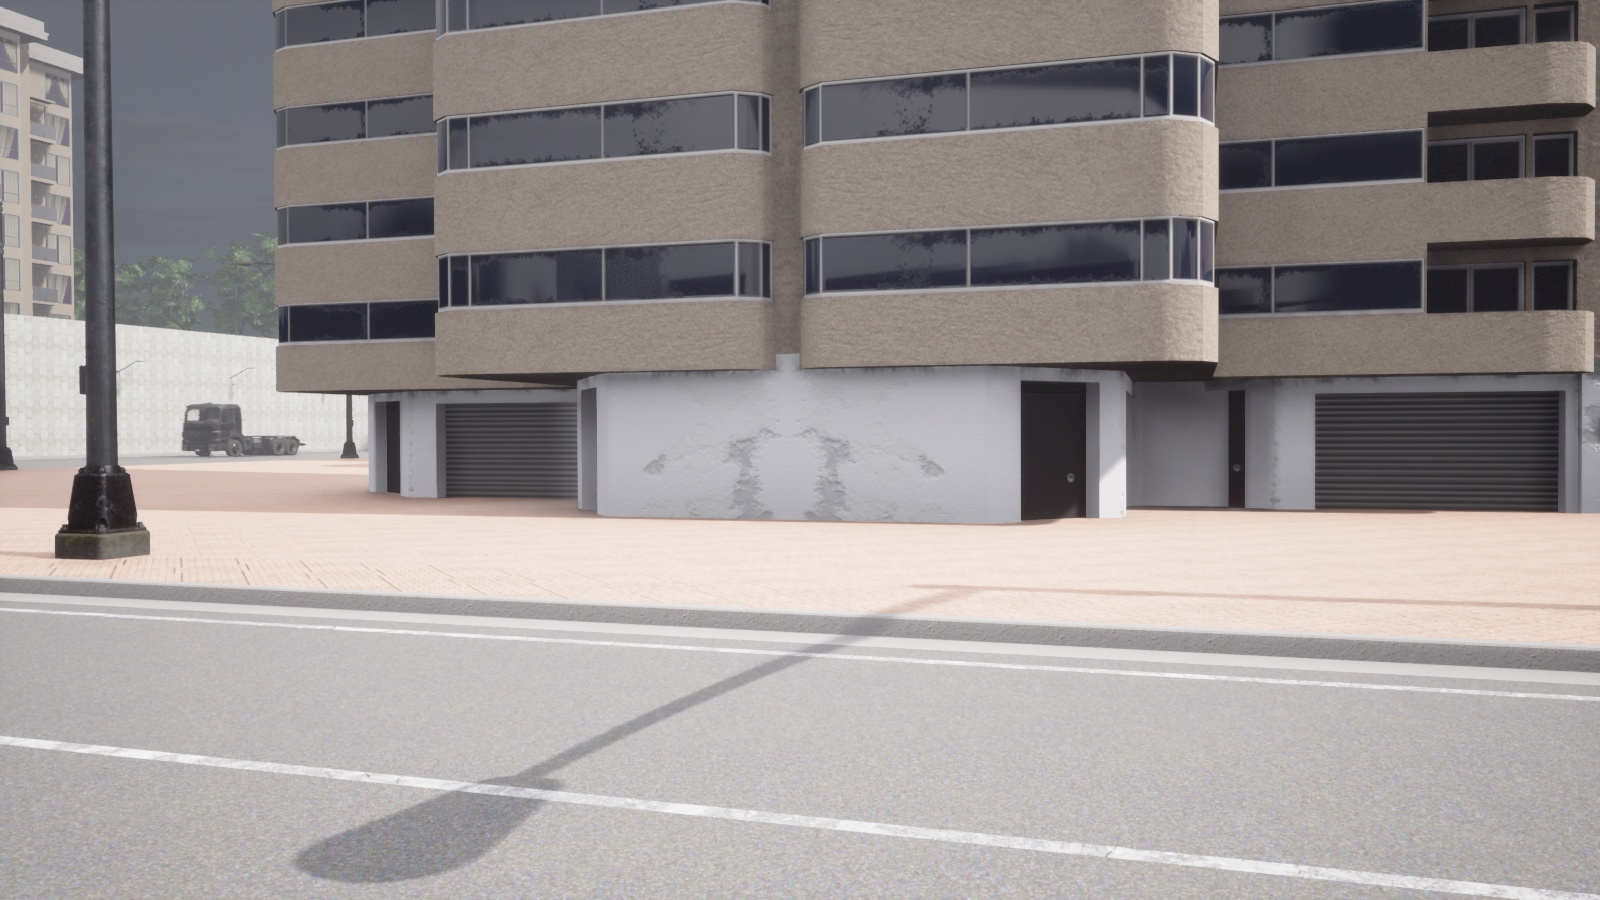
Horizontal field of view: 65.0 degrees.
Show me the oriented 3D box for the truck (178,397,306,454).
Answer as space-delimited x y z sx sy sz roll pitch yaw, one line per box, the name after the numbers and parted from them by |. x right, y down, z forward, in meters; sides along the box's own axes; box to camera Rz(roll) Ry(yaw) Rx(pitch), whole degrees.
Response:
-35.686 -1.580 80.695 2.891 3.462 7.936 1 1 19 | truck

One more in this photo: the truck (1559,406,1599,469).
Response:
50.499 -0.856 78.849 2.891 3.827 8.468 0 2 17 | truck
